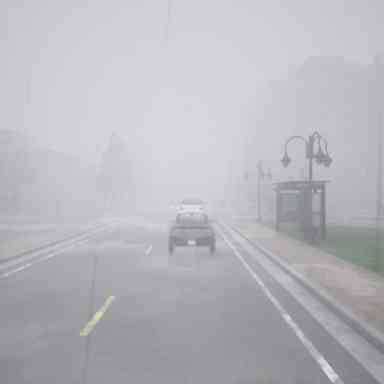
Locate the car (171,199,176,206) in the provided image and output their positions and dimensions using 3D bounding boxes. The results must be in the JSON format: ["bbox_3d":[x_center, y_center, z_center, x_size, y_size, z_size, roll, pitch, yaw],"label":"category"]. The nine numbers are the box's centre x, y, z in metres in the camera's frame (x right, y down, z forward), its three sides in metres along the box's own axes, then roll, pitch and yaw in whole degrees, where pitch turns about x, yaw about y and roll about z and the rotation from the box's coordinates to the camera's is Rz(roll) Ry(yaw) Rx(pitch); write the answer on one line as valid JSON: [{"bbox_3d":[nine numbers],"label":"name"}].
[{"bbox_3d":[-3.515,2.193,71.952,2.128,1.511,4.902,0,-1,0],"label":"car"}]

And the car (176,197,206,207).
[{"bbox_3d":[0.010,1.487,29.030,2.150,2.045,5.566,0,0,1],"label":"car"}]

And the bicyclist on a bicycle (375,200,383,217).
[{"bbox_3d":[18.279,1.587,32.435,0.582,1.620,1.656,0,-1,1],"label":"bicyclist on a bicycle"}]

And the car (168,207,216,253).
[{"bbox_3d":[0.001,1.626,14.296,2.128,1.511,4.902,0,0,0],"label":"car"}]
